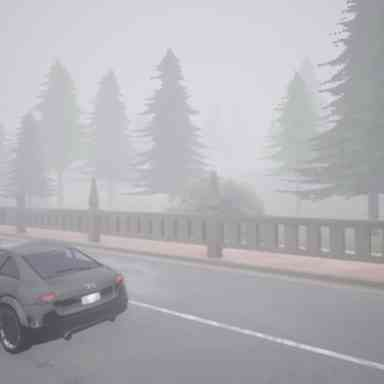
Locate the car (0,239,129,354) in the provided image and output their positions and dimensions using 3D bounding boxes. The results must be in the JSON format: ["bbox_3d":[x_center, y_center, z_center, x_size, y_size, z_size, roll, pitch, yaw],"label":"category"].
[{"bbox_3d":[-3.176,1.614,6.260,4.181,1.385,1.994,-1,0,36],"label":"car"}]
